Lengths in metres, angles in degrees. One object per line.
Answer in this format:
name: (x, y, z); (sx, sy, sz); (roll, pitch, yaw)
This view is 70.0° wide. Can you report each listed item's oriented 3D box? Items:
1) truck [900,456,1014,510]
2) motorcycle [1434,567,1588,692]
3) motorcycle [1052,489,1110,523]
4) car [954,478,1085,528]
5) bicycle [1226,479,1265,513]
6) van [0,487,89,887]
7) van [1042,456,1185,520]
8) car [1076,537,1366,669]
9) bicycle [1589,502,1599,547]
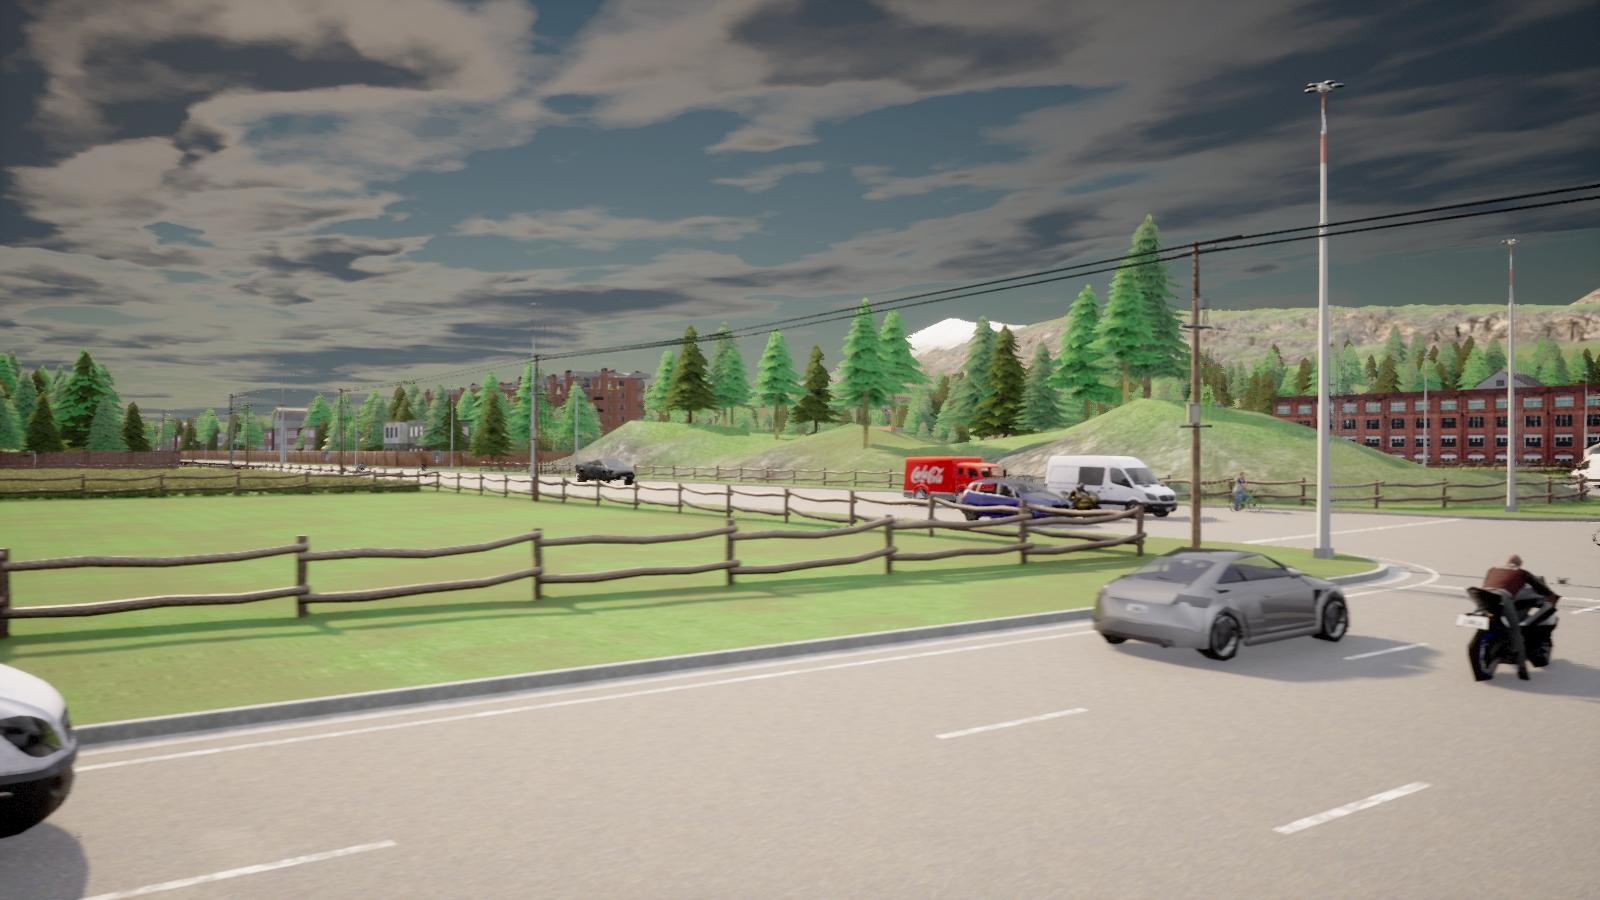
truck: (7.667, 1.567, 56.239); (2.627, 2.467, 5.204); (0, 0, -37)
motorcycle: (8.971, 2.205, 14.388); (2.209, 1.251, 0.867); (0, 0, -36)
motorcycle: (11.203, 2.205, 45.551); (0.867, 1.251, 2.209); (0, 0, -36)
car: (8.305, 1.964, 43.589); (2.242, 1.667, 4.611); (0, 0, -35)
bicycle: (19.997, 2.055, 51.309); (0.373, 1.496, 1.643); (0, -1, -36)
van: (-7.836, 1.529, 6.858); (5.915, 2.561, 1.988); (1, -1, -35)
van: (13.245, 1.534, 48.700); (1.988, 2.561, 5.915); (0, 0, -36)
car: (6.215, 2.119, 16.705); (4.181, 1.385, 1.994); (0, 0, -36)
bicycle: (23.666, 2.158, 32.815); (1.487, 1.276, 0.859); (0, -1, 21)
